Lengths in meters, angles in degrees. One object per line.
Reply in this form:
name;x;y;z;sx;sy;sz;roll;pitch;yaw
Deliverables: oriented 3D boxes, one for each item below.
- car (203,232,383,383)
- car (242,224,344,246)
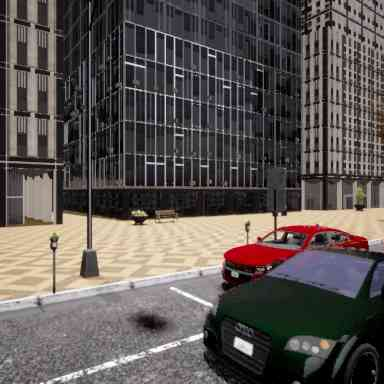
car;2.211;1.564;4.922;4.181;1.385;1.994;0;0;-35
car;2.764;1.545;8.512;4.507;1.381;1.887;0;0;-35
